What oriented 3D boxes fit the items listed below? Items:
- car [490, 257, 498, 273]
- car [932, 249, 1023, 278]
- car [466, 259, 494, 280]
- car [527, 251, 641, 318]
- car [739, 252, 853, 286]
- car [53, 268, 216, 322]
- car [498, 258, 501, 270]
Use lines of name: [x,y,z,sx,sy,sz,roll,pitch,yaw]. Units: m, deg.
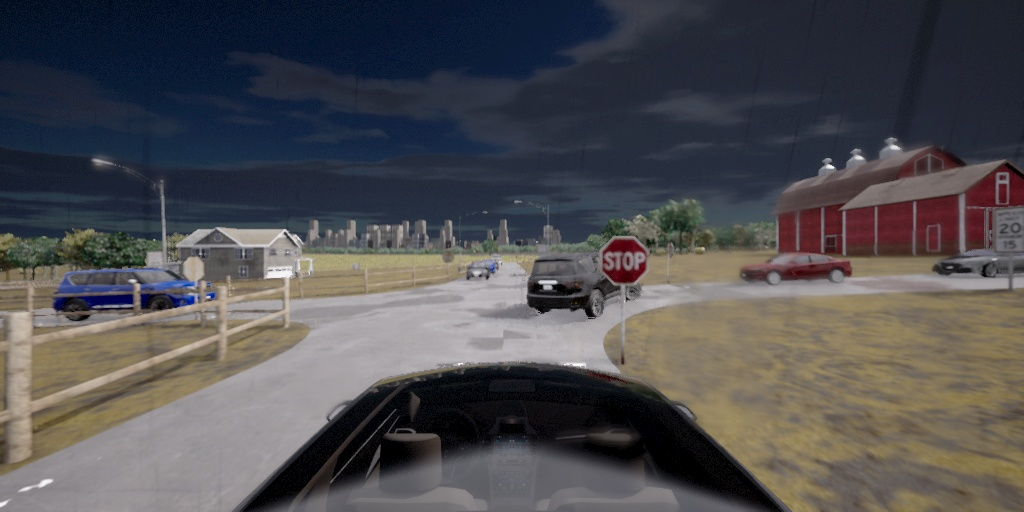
car: [-2.930,1.215,41.114,1.882,1.535,5.008,0,0,0]
car: [24.323,0.323,18.285,4.181,1.385,1.994,-2,0,0]
car: [-2.870,1.228,30.871,2.128,1.511,4.902,0,0,-2]
car: [2.756,0.856,13.129,2.150,2.045,5.566,-3,2,38]
car: [14.282,0.610,18.250,5.008,1.535,1.882,-2,0,0]
car: [-15.759,1.518,15.220,5.566,2.045,2.150,-2,0,-1]
car: [-2.945,1.315,52.082,1.994,1.385,4.181,0,0,-1]
